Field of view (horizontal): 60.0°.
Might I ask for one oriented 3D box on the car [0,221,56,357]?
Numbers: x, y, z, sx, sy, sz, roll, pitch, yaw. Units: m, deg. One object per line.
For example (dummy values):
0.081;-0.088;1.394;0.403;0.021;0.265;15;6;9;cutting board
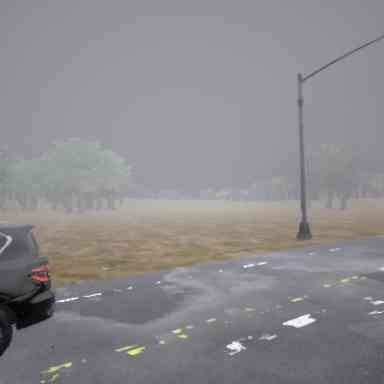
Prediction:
-4.839;1.497;4.491;5.566;2.045;2.150;0;-3;-38;car
